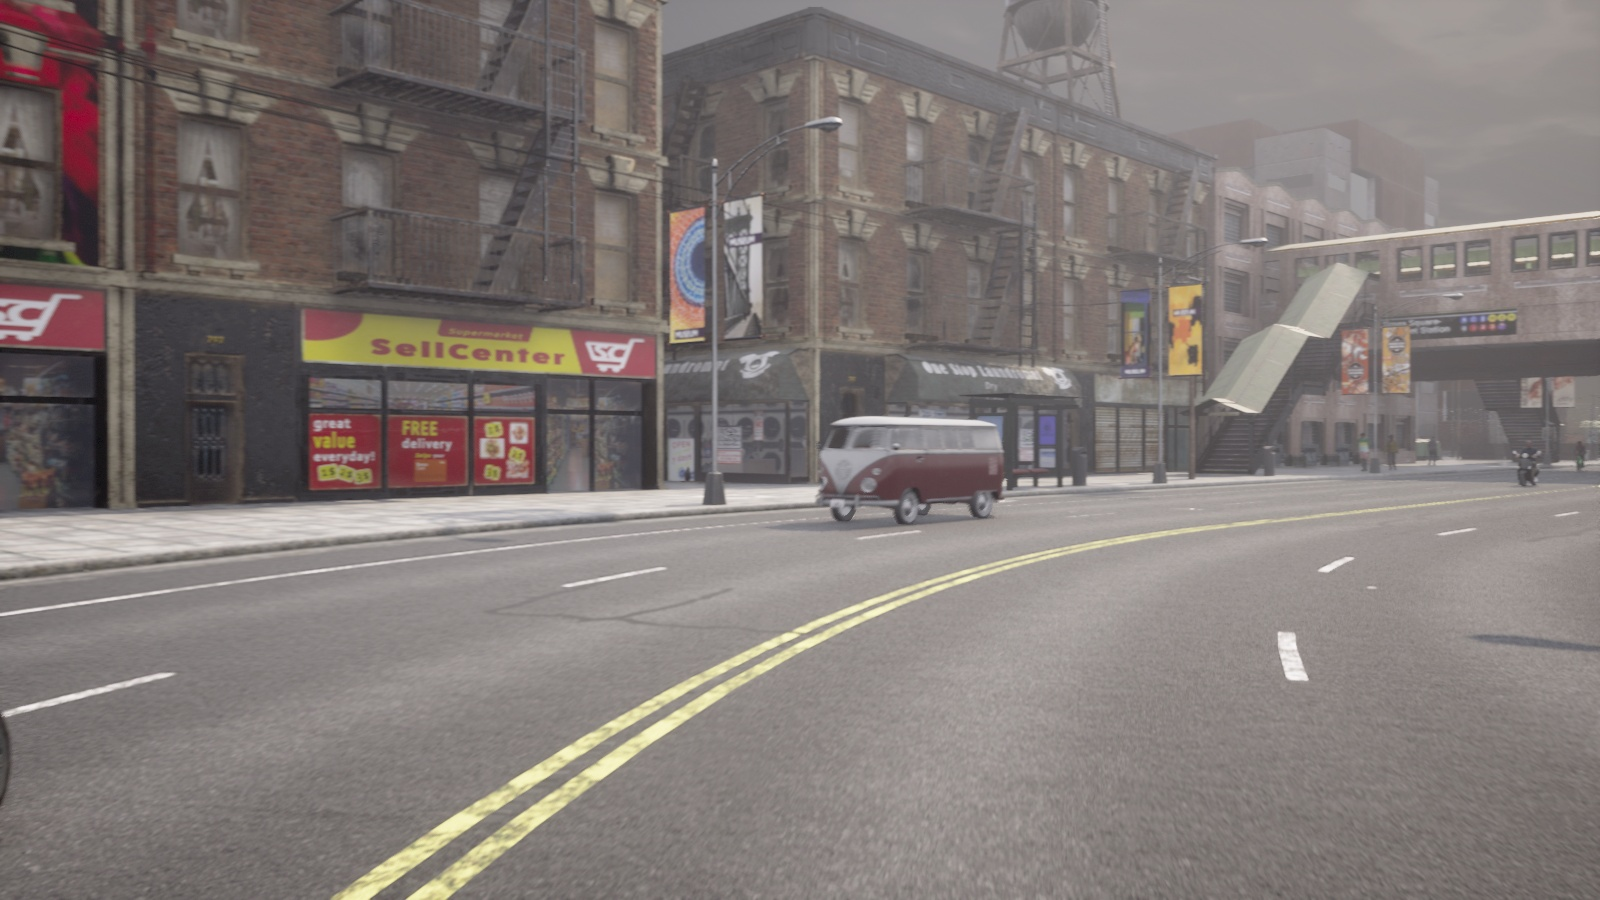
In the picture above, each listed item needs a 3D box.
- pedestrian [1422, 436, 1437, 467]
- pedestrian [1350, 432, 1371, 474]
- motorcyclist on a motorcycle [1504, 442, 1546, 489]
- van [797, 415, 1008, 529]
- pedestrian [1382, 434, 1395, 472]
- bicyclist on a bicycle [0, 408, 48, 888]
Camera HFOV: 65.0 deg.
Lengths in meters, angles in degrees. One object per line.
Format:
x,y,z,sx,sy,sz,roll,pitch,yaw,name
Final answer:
37.390,0.067,74.623,0.694,1.848,0.540,0,0,-37,pedestrian
26.649,0.128,59.660,0.659,1.952,0.873,0,0,43,pedestrian
25.066,0.512,43.404,0.866,1.590,1.817,0,0,44,motorcyclist on a motorcycle
2.058,0.369,24.050,1.775,1.987,4.442,0,0,40,van
28.555,0.125,60.918,0.431,1.840,0.709,0,0,38,pedestrian
-3.081,0.672,3.672,0.582,1.620,1.656,1,1,9,bicyclist on a bicycle
